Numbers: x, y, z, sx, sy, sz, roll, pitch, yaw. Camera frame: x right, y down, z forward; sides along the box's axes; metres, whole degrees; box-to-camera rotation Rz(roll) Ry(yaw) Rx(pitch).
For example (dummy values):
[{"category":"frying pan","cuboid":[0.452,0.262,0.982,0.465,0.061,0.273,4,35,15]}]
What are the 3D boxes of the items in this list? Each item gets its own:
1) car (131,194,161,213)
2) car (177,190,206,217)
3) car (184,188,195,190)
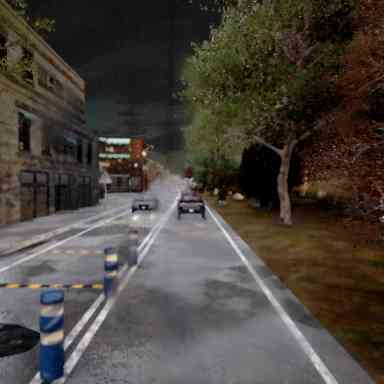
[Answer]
[{"category":"car","cuboid":[-3.528,0.878,26.162,1.994,1.385,4.181,0,2,0]},{"category":"car","cuboid":[-0.057,0.897,23.562,2.128,1.511,4.902,0,2,0]},{"category":"car","cuboid":[-0.282,0.232,42.520,2.097,1.767,4.553,0,2,-1]}]
